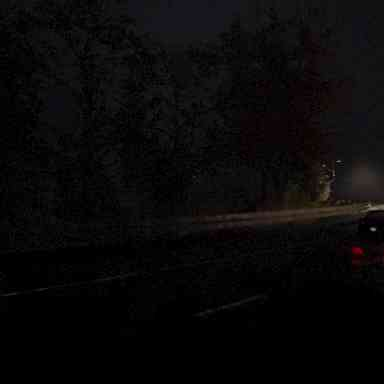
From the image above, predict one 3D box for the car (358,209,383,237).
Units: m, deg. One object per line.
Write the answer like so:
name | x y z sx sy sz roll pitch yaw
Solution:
car | 10.479 1.648 17.935 1.812 1.442 4.674 0 0 44
